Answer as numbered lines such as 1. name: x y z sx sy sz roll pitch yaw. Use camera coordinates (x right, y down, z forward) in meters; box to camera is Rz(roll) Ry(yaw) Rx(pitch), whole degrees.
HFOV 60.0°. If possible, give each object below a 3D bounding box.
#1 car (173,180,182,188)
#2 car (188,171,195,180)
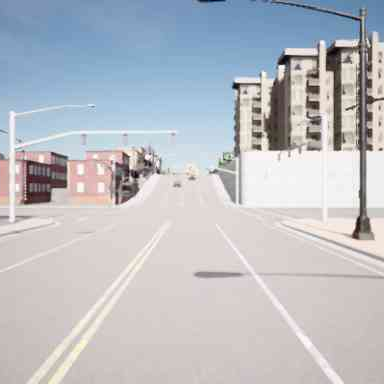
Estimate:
1. car: -3.518 -1.909 80.333 2.128 1.511 4.902 0 12 0
2. car: -0.020 -4.141 91.070 1.895 1.301 4.718 0 12 0
